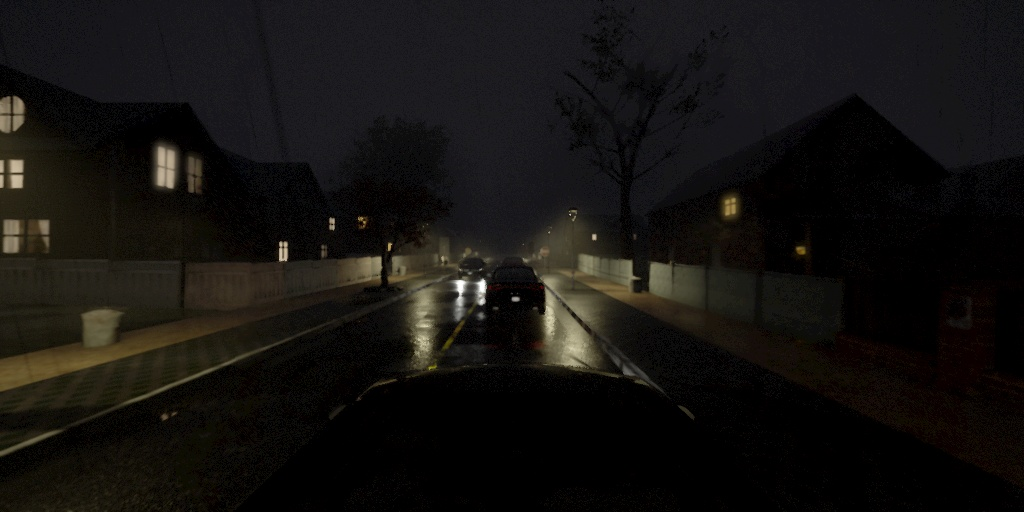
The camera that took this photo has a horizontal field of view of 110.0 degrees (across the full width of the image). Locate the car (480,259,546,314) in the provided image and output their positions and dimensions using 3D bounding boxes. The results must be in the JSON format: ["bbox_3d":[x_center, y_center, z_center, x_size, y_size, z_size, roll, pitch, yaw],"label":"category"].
[{"bbox_3d":[0.100,1.039,12.784,1.882,1.535,5.008,0,1,0],"label":"car"}]

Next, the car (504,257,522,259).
[{"bbox_3d":[0.099,0.800,27.253,1.882,1.535,5.008,0,1,0],"label":"car"}]

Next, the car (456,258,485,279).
[{"bbox_3d":[-2.788,0.863,26.274,1.812,1.442,4.674,0,1,0],"label":"car"}]
